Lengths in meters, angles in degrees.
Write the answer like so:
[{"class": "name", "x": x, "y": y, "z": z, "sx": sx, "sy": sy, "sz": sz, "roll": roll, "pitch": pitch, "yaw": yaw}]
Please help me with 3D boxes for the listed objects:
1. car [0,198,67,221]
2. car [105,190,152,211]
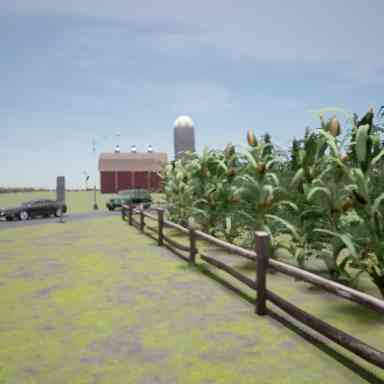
[{"class": "car", "x": -11.792, "y": 1.259, "z": 25.052, "sx": 1.837, "sy": 1.490, "sz": 4.892, "roll": -1, "pitch": 1, "yaw": 32}, {"class": "car", "x": -6.392, "y": 0.791, "z": 34.203, "sx": 2.150, "sy": 2.045, "sz": 5.566, "roll": -1, "pitch": 1, "yaw": 29}]
